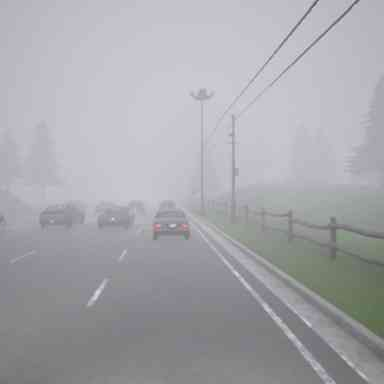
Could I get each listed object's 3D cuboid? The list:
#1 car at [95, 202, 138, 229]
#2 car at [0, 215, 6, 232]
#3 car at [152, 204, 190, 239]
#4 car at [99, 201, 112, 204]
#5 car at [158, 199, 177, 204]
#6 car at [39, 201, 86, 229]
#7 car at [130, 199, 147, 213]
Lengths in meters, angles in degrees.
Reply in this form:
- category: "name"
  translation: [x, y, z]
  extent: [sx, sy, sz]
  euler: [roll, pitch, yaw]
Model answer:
- category: "car"
  translation: [-5.033, 1.636, 22.424]
  extent: [1.994, 1.385, 4.181]
  euler: [0, 0, -5]
- category: "car"
  translation: [-11.651, 1.542, 17.455]
  extent: [1.882, 1.535, 5.008]
  euler: [0, 0, -5]
- category: "car"
  translation: [-1.130, 1.602, 17.715]
  extent: [2.033, 1.411, 5.357]
  euler: [0, 0, -5]
- category: "car"
  translation: [-9.882, 1.689, 38.551]
  extent: [1.994, 1.385, 4.181]
  euler: [0, 0, -5]
- category: "car"
  translation: [-2.883, 1.623, 38.853]
  extent: [1.837, 1.490, 4.892]
  euler: [0, 0, -5]
- category: "car"
  translation: [-8.525, 1.566, 22.185]
  extent: [2.128, 1.511, 4.902]
  euler: [0, 0, -5]
- category: "car"
  translation: [-6.368, 1.626, 38.525]
  extent: [1.837, 1.490, 4.892]
  euler: [0, 0, -5]
